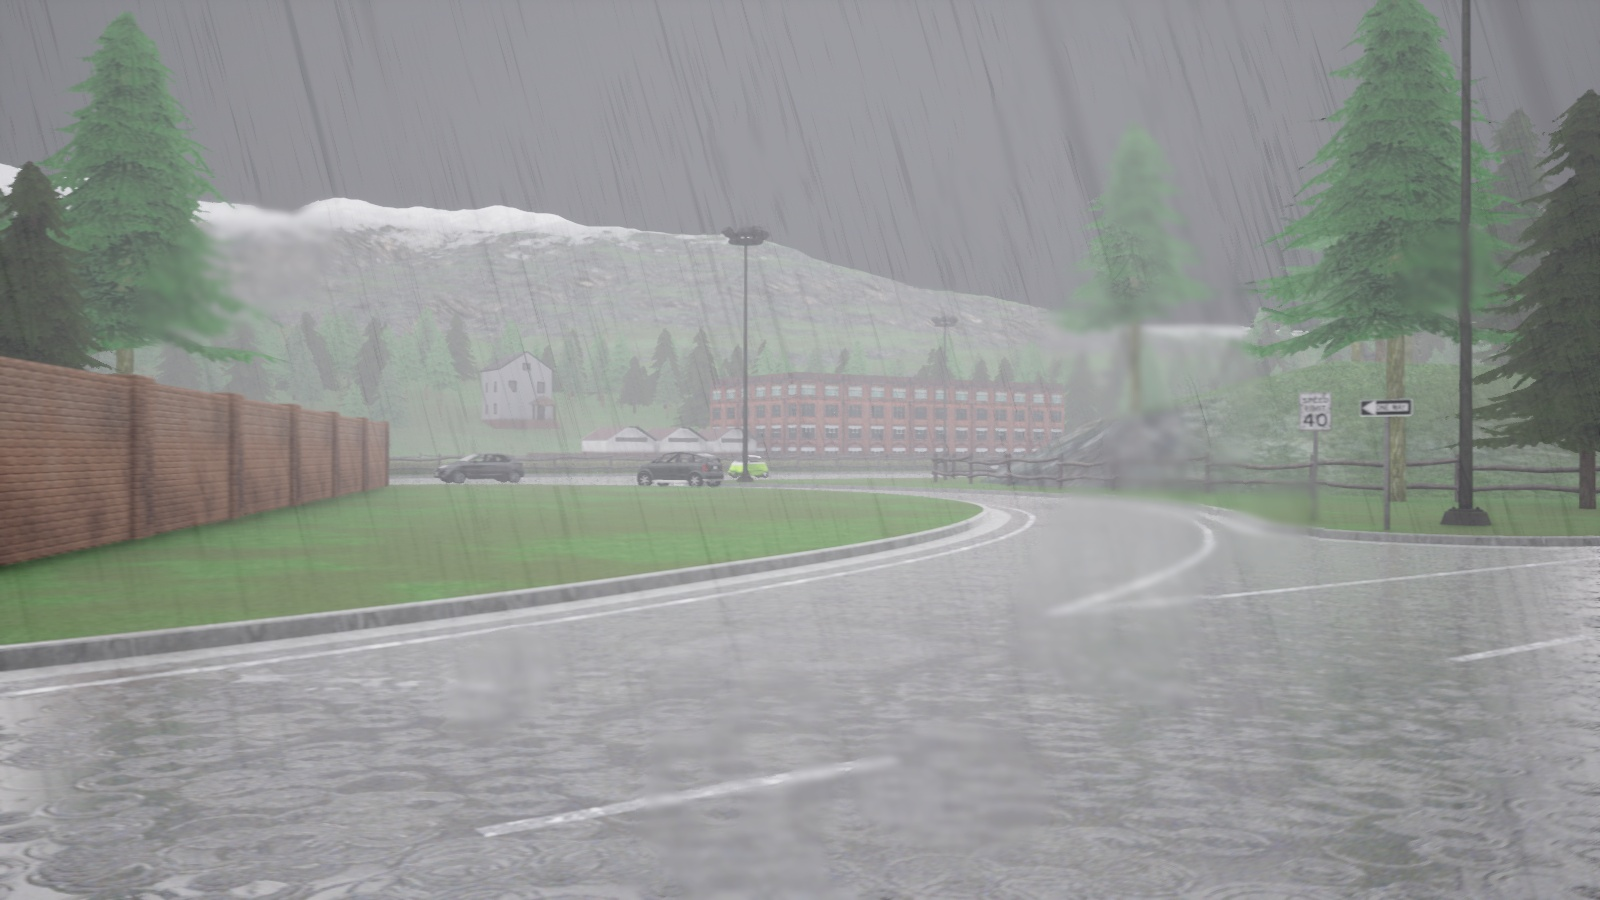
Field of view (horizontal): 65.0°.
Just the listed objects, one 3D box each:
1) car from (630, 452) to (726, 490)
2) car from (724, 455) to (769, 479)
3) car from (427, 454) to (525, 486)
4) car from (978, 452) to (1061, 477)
[{"bbox_3d":[-5.179,0.865,53.352,3.705,1.549,1.789,0,0,26],"label":"car"},{"bbox_3d":[-3.135,0.986,73.483,2.207,1.376,1.481,0,0,-35],"label":"car"},{"bbox_3d":[-15.624,0.940,60.582,4.193,1.474,1.816,0,0,-35],"label":"car"},{"bbox_3d":[13.381,0.860,76.398,4.902,1.511,2.128,0,0,-35],"label":"car"}]
